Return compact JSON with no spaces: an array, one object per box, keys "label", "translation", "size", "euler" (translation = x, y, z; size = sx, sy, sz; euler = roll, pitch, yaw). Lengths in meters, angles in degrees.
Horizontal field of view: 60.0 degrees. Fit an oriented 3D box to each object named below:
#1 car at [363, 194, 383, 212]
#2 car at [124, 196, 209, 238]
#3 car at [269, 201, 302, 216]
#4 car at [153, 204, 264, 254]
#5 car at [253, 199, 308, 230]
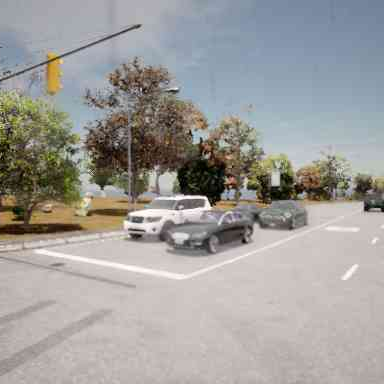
[{"label":"car","translation":[22.220,1.306,40.402],"size":[2.150,2.045,5.566],"euler":[0,0,33]},{"label":"car","translation":[-1.005,1.226,17.197],"size":[2.150,2.045,5.566],"euler":[0,0,33]},{"label":"car","translation":[9.531,1.631,33.698],"size":[1.895,1.301,4.718],"euler":[0,0,32]},{"label":"car","translation":[0.907,1.495,13.809],"size":[2.128,1.511,4.902],"euler":[0,0,34]},{"label":"car","translation":[5.944,1.357,21.473],"size":[2.097,1.767,4.553],"euler":[0,0,33]}]
